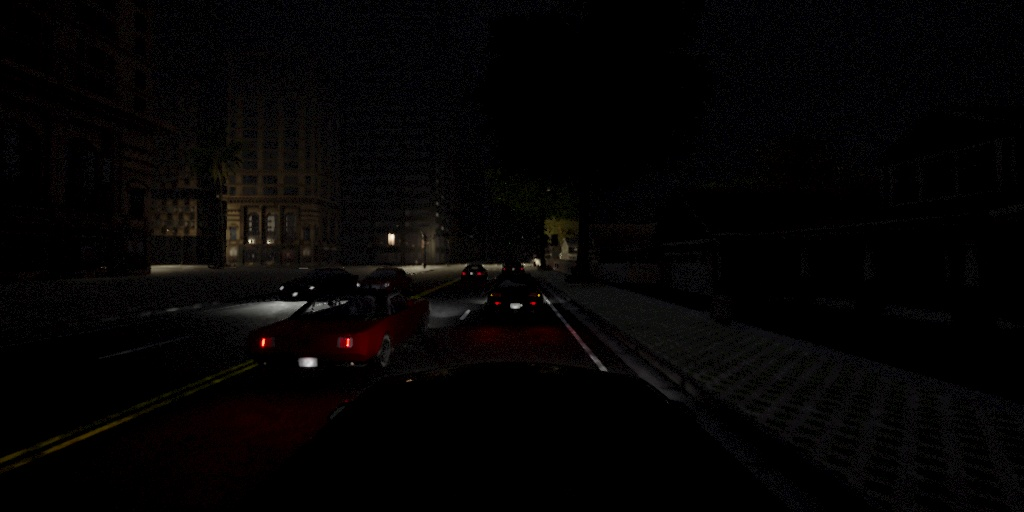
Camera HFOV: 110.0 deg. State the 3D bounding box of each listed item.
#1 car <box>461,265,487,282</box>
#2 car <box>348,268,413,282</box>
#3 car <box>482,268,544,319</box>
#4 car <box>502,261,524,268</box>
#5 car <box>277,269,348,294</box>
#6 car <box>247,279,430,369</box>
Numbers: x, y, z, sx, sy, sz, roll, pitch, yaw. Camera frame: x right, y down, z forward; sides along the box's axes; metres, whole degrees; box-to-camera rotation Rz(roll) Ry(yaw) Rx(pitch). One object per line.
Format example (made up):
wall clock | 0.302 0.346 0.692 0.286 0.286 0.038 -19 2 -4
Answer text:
car | -3.144 1.427 30.315 2.033 1.411 5.357 0 0 0
car | -6.597 1.349 18.995 1.812 1.442 4.674 0 0 0
car | 0.095 1.321 12.957 1.812 1.442 4.674 0 0 0
car | 0.107 1.257 35.171 2.097 1.767 4.553 0 0 0
car | -9.849 1.371 18.938 2.033 1.411 5.357 0 0 0
car | -3.157 1.375 7.792 1.895 1.301 4.718 0 0 0
